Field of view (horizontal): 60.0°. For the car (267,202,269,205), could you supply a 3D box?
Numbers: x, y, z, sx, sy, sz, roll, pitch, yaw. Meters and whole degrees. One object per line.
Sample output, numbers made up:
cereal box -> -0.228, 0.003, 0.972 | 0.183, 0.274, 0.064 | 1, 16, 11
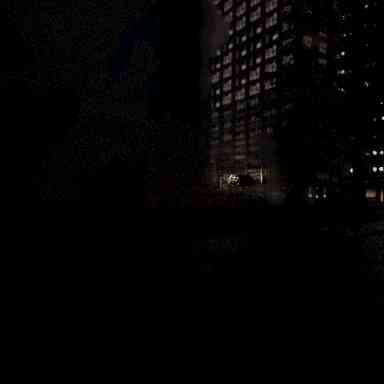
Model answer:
car -> 11.198, 1.533, 56.213 | 1.812, 1.442, 4.674 | 1, -1, -34
